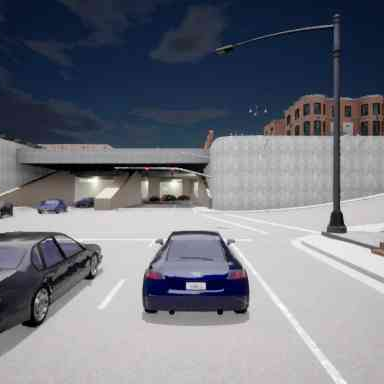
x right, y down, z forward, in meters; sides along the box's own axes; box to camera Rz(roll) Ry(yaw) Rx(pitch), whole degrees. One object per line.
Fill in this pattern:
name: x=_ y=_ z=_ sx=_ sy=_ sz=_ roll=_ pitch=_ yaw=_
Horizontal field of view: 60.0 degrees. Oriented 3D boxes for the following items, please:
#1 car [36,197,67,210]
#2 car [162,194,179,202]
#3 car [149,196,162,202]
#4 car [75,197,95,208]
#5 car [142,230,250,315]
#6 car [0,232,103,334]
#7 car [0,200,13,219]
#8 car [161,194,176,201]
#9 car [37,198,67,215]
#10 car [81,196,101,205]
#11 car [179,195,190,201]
car: x=-18.300 y=1.491 z=43.693 sx=2.128 sy=1.511 sz=4.902 roll=0 pitch=0 yaw=-1
car: x=-4.773 y=1.355 z=75.163 sx=2.097 sy=1.767 sz=4.553 roll=0 pitch=0 yaw=6
car: x=-8.292 y=1.540 z=74.870 sx=2.033 sy=1.411 sz=5.357 roll=0 pitch=0 yaw=6
car: x=-14.883 y=1.547 z=47.099 sx=2.033 sy=1.411 sz=5.357 roll=0 pitch=0 yaw=-1
car: x=0.075 y=1.564 z=7.653 sx=1.994 sy=1.385 sz=4.181 roll=0 pitch=0 yaw=0
car: x=-3.426 y=1.547 z=6.955 sx=2.033 sy=1.411 sz=5.357 roll=0 pitch=0 yaw=0
car: x=-16.963 y=1.491 z=28.756 sx=2.128 sy=1.511 sz=4.902 roll=0 pitch=0 yaw=-14
car: x=-5.952 y=1.355 z=84.921 sx=2.097 sy=1.767 sz=4.553 roll=0 pitch=0 yaw=24
car: x=-14.337 y=1.525 z=34.422 sx=1.812 sy=1.442 sz=4.674 roll=0 pitch=0 yaw=-5
car: x=-18.711 y=1.547 z=61.929 sx=2.033 sy=1.411 sz=5.357 roll=0 pitch=0 yaw=-1
car: x=-2.146 y=1.524 z=84.959 sx=1.812 sy=1.442 sz=4.674 roll=0 pitch=0 yaw=28
